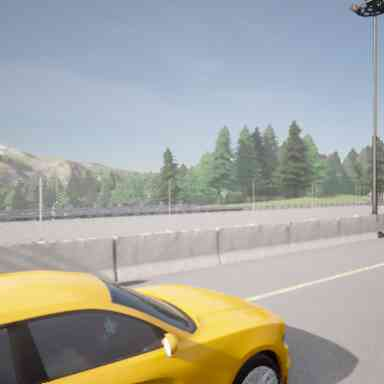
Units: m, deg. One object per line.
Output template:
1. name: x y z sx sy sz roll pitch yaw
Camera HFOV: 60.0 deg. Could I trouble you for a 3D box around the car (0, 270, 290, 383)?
1. car: -1.245 1.474 2.861 5.008 1.535 1.882 0 0 -35
